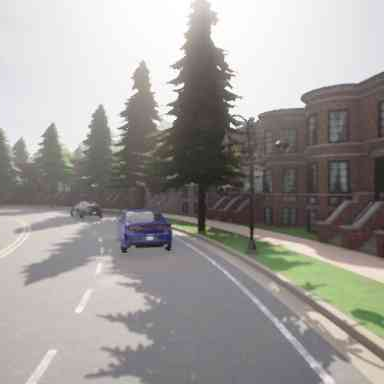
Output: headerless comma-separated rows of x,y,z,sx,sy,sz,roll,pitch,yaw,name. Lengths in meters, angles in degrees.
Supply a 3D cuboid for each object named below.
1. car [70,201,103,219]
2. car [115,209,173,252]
-9.176,1.511,28.841,1.812,1.442,4.674,0,0,-34,car
-2.129,1.466,14.020,1.882,1.535,5.008,0,0,-15,car
